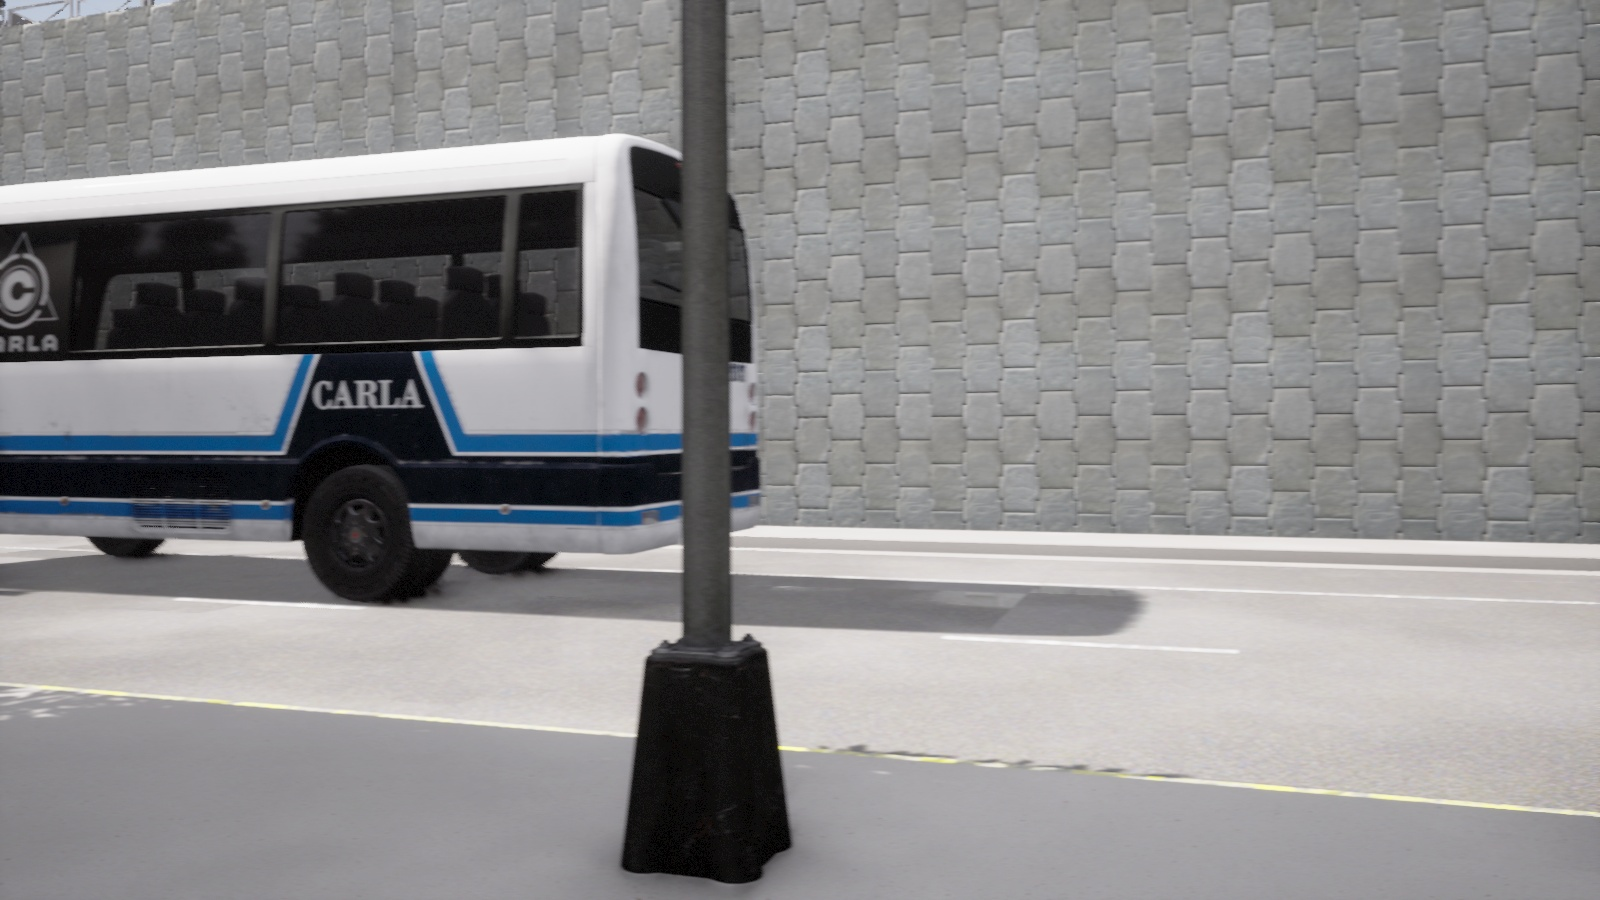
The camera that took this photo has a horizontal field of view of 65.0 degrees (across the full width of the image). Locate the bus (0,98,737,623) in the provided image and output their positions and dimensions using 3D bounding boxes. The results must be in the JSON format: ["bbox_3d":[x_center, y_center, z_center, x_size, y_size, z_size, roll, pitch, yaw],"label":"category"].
[{"bbox_3d":[-6.206,-0.793,13.701,10.273,4.253,3.944,1,1,19],"label":"bus"}]
